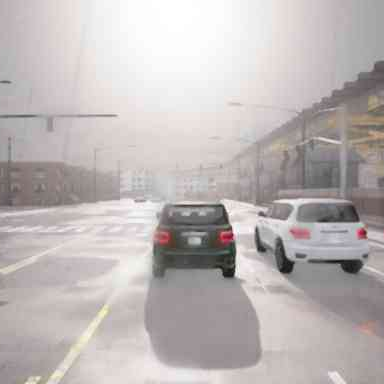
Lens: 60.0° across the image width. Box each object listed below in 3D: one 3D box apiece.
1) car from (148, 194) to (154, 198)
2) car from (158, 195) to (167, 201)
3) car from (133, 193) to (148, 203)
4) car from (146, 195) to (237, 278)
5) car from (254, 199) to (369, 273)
[{"bbox_3d":[-7.310,1.575,68.697,2.033,1.411,5.357,0,0,0],"label":"car"},{"bbox_3d":[-7.381,1.567,84.273,1.812,1.442,4.674,0,0,0],"label":"car"},{"bbox_3d":[-10.810,1.559,68.640,1.812,1.442,4.674,0,0,0],"label":"car"},{"bbox_3d":[0.019,1.226,10.354,2.150,2.045,5.566,0,0,-1],"label":"car"},{"bbox_3d":[3.515,1.223,10.858,2.150,2.045,5.566,0,-1,0],"label":"car"}]
